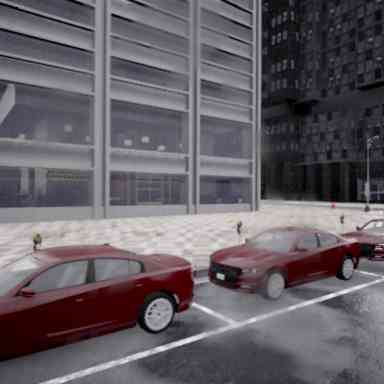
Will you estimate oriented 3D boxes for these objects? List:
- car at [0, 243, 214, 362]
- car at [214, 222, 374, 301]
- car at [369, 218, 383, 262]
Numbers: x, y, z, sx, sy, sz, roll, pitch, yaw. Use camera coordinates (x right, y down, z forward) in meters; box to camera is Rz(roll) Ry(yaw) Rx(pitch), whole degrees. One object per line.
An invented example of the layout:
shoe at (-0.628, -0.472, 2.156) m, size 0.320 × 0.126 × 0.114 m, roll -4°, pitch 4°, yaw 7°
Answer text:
car at (-2.052, 1.549, 5.199) m, size 4.507 × 1.381 × 1.887 m, roll 0°, pitch 0°, yaw -35°
car at (2.446, 1.566, 8.408) m, size 4.507 × 1.381 × 1.887 m, roll 0°, pitch 0°, yaw -35°
car at (6.943, 1.584, 11.618) m, size 4.507 × 1.381 × 1.887 m, roll 0°, pitch 0°, yaw -35°
